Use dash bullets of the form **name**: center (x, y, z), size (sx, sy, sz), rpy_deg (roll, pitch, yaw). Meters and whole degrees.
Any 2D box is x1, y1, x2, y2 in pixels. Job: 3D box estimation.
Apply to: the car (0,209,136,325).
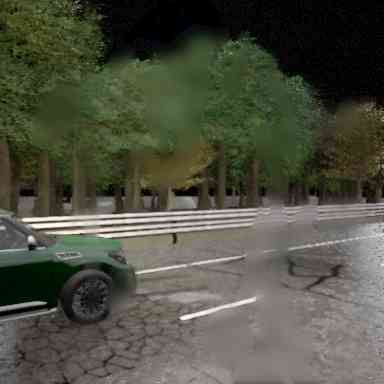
- **car**: center (-3.718, 1.222, 5.412), size (5.566, 2.045, 2.150), rpy_deg (0, 0, -36)
